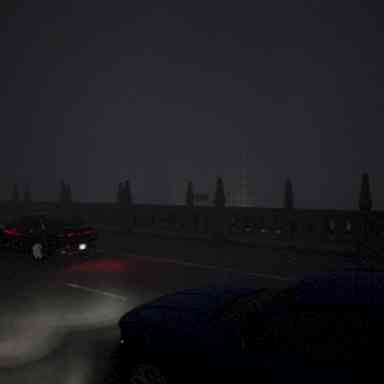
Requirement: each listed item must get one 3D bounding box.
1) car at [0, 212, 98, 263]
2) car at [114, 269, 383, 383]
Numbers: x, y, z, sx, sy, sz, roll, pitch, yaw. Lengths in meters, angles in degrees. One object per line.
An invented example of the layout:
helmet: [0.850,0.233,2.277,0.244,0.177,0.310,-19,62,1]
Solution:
car: [-5.502,1.497,12.025,4.892,1.490,1.837,0,0,34]
car: [1.455,1.476,2.938,5.008,1.535,1.882,0,0,35]
